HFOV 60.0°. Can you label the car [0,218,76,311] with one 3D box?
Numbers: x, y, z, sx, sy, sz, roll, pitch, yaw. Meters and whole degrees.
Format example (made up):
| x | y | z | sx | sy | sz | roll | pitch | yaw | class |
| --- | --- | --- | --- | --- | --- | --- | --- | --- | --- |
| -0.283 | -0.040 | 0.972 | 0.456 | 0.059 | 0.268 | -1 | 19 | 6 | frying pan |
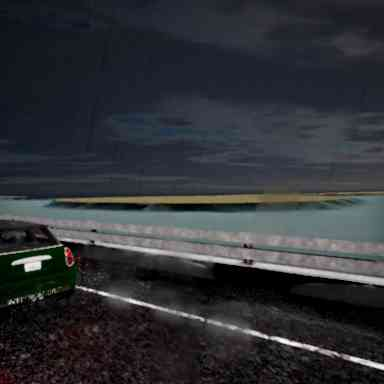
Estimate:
| x | y | z | sx | sy | sz | roll | pitch | yaw | class |
| --- | --- | --- | --- | --- | --- | --- | --- | --- | --- |
| -4.632 | 1.388 | 7.317 | 4.553 | 1.767 | 2.097 | 0 | 0 | 36 | car |
